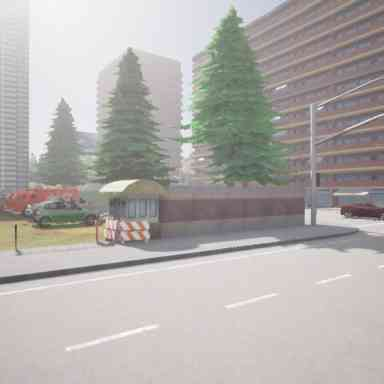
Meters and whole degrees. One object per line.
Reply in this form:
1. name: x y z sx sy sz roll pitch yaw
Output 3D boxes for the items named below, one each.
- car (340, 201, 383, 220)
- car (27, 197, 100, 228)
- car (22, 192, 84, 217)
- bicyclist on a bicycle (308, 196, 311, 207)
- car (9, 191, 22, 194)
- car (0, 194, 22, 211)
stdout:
1. car: 15.048 1.533 27.914 1.882 1.535 5.008 0 0 -35
2. car: -7.965 1.341 21.106 3.988 1.617 1.851 0 0 -35
3. car: -9.978 1.172 25.162 4.605 1.855 1.932 0 0 -35
4. bicyclist on a bicycle: 16.709 1.356 46.520 1.656 1.620 0.582 0 0 -35
5. car: -26.258 1.204 46.298 3.866 1.878 1.905 0 0 -35
6. car: -24.986 1.394 43.773 4.193 1.474 1.816 0 0 -35
